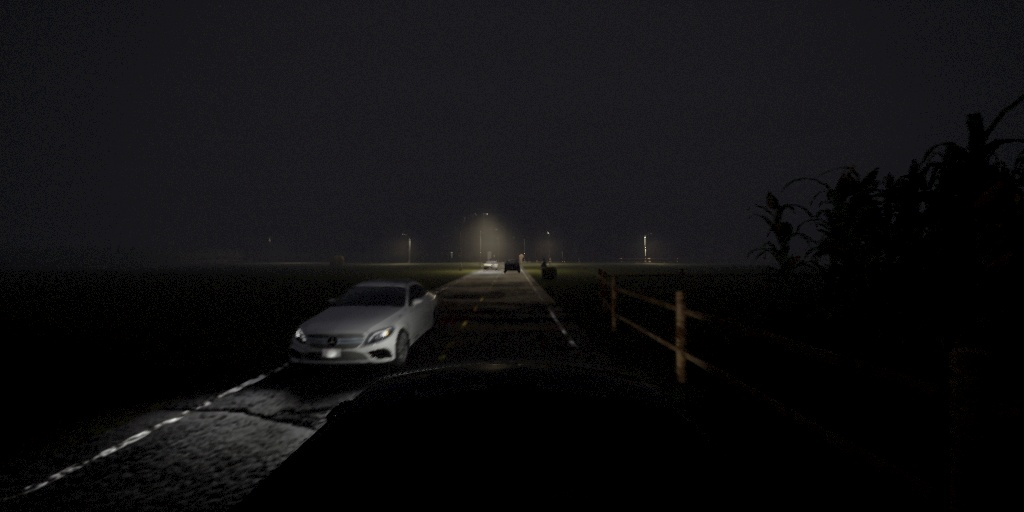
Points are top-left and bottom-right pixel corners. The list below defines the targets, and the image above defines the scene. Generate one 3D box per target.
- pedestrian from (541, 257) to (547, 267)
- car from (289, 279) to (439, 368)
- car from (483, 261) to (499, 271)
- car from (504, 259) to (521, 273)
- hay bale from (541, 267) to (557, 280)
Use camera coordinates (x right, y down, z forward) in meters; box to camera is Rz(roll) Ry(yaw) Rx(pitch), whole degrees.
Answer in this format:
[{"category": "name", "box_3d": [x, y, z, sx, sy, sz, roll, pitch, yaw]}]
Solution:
[{"category": "pedestrian", "box_3d": [2.818, 1.023, 31.511, 0.375, 1.860, 0.375, -1, 1, 1]}, {"category": "car", "box_3d": [-2.850, 1.271, 7.988, 1.812, 1.442, 4.674, 0, 0, 0]}, {"category": "car", "box_3d": [-2.840, 1.322, 48.949, 1.895, 1.301, 4.718, 0, 0, 0]}, {"category": "car", "box_3d": [0.029, 1.202, 42.461, 1.882, 1.535, 5.008, 0, 0, 1]}, {"category": "hay bale", "box_3d": [3.119, 1.386, 30.402, 1.220, 1.180, 1.240, 0, 0, 0]}]
